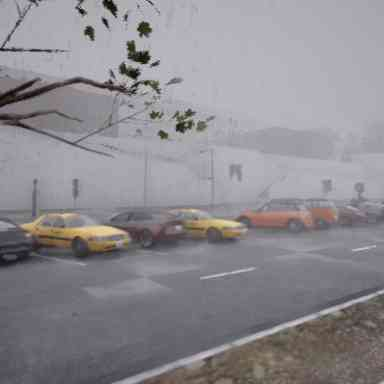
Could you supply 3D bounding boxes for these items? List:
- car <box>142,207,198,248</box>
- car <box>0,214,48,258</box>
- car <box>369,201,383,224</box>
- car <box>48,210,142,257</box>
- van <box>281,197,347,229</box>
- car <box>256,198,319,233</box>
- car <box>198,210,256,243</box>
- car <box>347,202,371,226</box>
[{"bbox_3d":[-2.460,1.545,14.899,4.792,1.488,2.163,-1,-1,35],"label":"car"},{"bbox_3d":[-7.292,1.535,11.421,4.674,1.452,2.002,-1,-1,35],"label":"car"},{"bbox_3d":[12.125,1.576,25.284,4.792,1.488,2.163,-1,-1,35],"label":"car"},{"bbox_3d":[-4.710,1.498,13.052,5.366,1.575,1.946,-1,-1,35],"label":"car"},{"bbox_3d":[7.391,1.324,21.752,4.442,1.987,1.878,-1,-1,35],"label":"van"},{"bbox_3d":[4.880,1.420,20.059,4.553,1.767,2.185,-1,-1,35],"label":"car"},{"bbox_3d":[0.150,1.522,16.512,5.366,1.575,1.946,-1,-1,35],"label":"car"},{"bbox_3d":[9.722,1.589,23.534,4.674,1.452,2.002,-1,0,35],"label":"car"}]
